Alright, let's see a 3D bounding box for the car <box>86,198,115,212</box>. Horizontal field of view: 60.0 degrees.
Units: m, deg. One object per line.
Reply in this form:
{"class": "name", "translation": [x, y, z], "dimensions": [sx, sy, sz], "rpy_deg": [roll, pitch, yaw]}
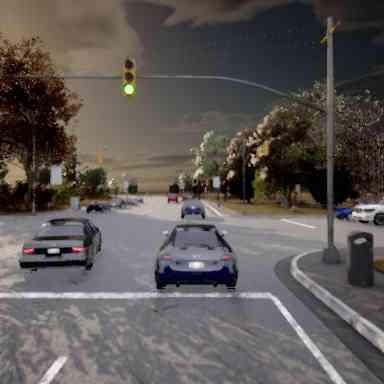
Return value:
{"class": "car", "translation": [-10.611, 1.680, 38.163], "dimensions": [1.895, 1.301, 4.718], "rpy_deg": [0, 0, 0]}

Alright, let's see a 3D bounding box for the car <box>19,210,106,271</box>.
{"class": "car", "translation": [-4.087, 1.571, 11.033], "dimensions": [2.033, 1.411, 5.357], "rpy_deg": [0, 0, -12]}

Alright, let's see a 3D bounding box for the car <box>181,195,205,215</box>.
{"class": "car", "translation": [0.092, 1.417, 31.383], "dimensions": [2.097, 1.767, 4.553], "rpy_deg": [0, 0, 0]}

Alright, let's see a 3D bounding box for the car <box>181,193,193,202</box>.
{"class": "car", "translation": [-1.247, 1.224, 79.796], "dimensions": [2.150, 2.045, 5.566], "rpy_deg": [0, 0, -7]}

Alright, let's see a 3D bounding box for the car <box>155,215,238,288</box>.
{"class": "car", "translation": [0.096, 1.584, 9.343], "dimensions": [1.994, 1.385, 4.181], "rpy_deg": [0, 0, 0]}

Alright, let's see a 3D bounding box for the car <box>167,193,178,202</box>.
{"class": "car", "translation": [-4.759, 1.222, 79.681], "dimensions": [2.150, 2.045, 5.566], "rpy_deg": [0, 0, -7]}

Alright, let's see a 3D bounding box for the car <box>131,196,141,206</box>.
{"class": "car", "translation": [-10.601, 1.685, 57.222], "dimensions": [1.895, 1.301, 4.718], "rpy_deg": [0, 0, -1]}

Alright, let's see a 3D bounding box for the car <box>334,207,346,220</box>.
{"class": "car", "translation": [13.931, 1.534, 26.825], "dimensions": [5.008, 1.535, 1.882], "rpy_deg": [0, 0, -3]}

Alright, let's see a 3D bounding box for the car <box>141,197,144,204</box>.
{"class": "car", "translation": [-10.911, 1.577, 67.502], "dimensions": [1.812, 1.442, 4.674], "rpy_deg": [0, 0, -2]}

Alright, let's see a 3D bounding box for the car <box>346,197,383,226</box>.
{"class": "car", "translation": [14.286, 1.270, 23.343], "dimensions": [5.566, 2.045, 2.150], "rpy_deg": [0, 0, -3]}

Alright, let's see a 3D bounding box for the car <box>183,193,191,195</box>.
{"class": "car", "translation": [-0.513, 1.523, 69.832], "dimensions": [1.882, 1.535, 5.008], "rpy_deg": [0, 0, -4]}

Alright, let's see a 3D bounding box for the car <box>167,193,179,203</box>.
{"class": "car", "translation": [-3.965, 1.272, 68.936], "dimensions": [2.150, 2.045, 5.566], "rpy_deg": [0, 0, -3]}

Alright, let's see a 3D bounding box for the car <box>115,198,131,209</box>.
{"class": "car", "translation": [-10.592, 1.583, 47.266], "dimensions": [2.128, 1.511, 4.902], "rpy_deg": [0, 0, 0]}
